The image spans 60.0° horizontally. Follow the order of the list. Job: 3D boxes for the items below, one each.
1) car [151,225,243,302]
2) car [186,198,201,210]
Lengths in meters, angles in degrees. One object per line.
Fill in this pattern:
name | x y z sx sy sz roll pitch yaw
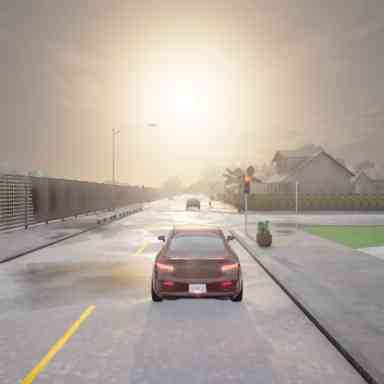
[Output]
car | 0.104 1.525 8.132 1.812 1.442 4.674 0 0 0
car | 0.163 1.503 44.105 1.837 1.490 4.892 0 0 0
